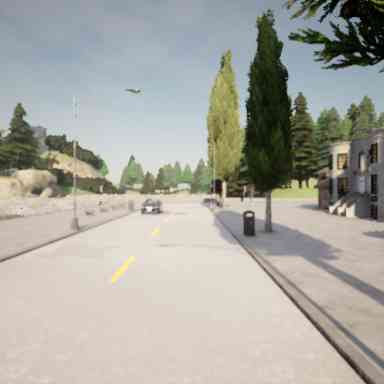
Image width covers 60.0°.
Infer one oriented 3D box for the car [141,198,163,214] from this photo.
[{"bbox_3d":[-3.994,1.404,33.601,2.128,1.511,4.902,0,0,0],"label":"car"}]
